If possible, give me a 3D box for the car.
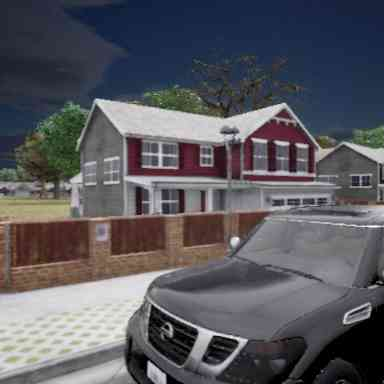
[{"bbox_3d":[1.945,1.224,4.459,5.566,2.045,2.150,0,0,-36],"label":"car"}]
